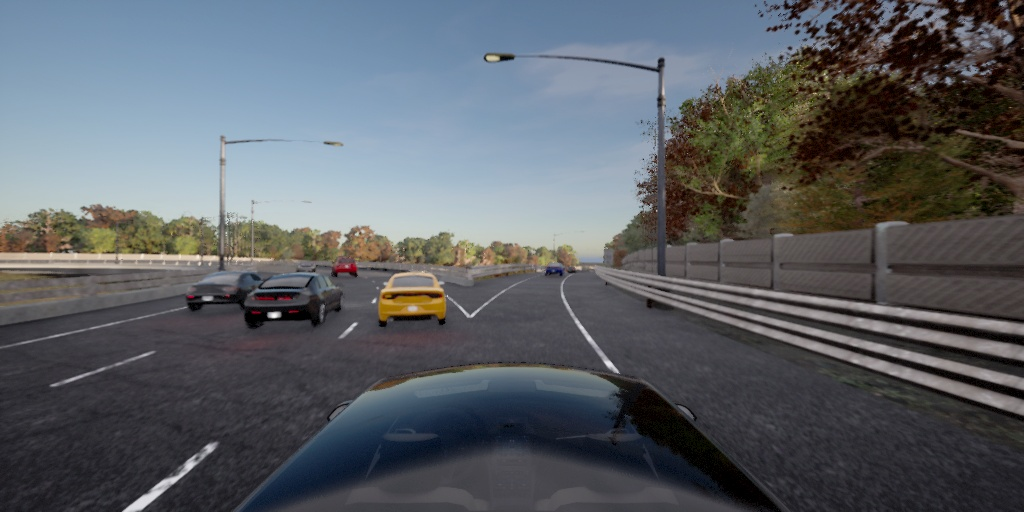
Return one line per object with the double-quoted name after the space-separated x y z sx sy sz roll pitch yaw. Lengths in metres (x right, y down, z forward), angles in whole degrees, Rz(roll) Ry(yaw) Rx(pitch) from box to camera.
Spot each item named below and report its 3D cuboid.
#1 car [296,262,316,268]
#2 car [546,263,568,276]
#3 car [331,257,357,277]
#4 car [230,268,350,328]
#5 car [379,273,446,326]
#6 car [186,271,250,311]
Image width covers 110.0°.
-23.513 1.453 40.893 2.128 1.511 4.902 1 -1 -32 "car"
5.206 1.553 42.815 1.882 1.535 5.008 0 -1 12 "car"
-18.354 1.187 39.246 2.150 2.045 5.566 1 -1 -30 "car"
-6.824 1.306 11.702 1.837 1.490 4.892 1 0 -15 "car"
-3.315 1.293 12.129 1.882 1.535 5.008 0 0 -15 "car"
-11.338 1.336 14.775 1.812 1.442 4.674 0 0 -17 "car"
